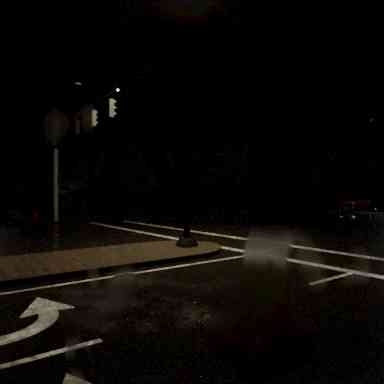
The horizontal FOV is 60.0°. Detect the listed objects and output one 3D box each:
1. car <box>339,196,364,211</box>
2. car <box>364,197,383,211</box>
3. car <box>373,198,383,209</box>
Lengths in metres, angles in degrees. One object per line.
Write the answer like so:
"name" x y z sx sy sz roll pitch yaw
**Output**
"car" 20.366 1.335 41.385 4.553 1.767 2.097 0 0 -36
"car" 22.779 1.530 38.853 5.357 1.411 2.033 0 0 -35
"car" 27.380 1.544 46.414 4.181 1.385 1.994 0 0 -36
